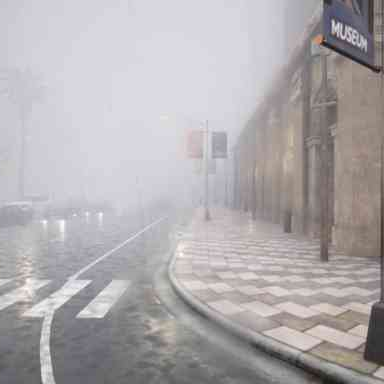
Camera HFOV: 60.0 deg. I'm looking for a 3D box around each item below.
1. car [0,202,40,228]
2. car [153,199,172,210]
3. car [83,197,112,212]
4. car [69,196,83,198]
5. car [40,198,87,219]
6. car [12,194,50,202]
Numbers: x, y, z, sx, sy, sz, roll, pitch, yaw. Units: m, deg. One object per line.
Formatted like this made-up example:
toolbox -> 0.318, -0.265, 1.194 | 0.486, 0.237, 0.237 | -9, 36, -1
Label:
car -> -11.656, 1.547, 20.120 | 2.033, 1.411, 5.357 | 0, 0, 2
car -> -3.706, 1.573, 42.103 | 1.994, 1.385, 4.181 | 0, 0, 2
car -> -10.904, 1.525, 39.423 | 1.812, 1.442, 4.674 | 0, 0, 2
car -> -14.353, 1.352, 40.737 | 2.097, 1.767, 4.553 | 0, 0, 3
car -> -11.321, 1.526, 29.543 | 1.812, 1.442, 4.674 | 0, 0, 2
car -> -14.794, 1.221, 30.421 | 2.150, 2.045, 5.566 | 0, 0, 2
